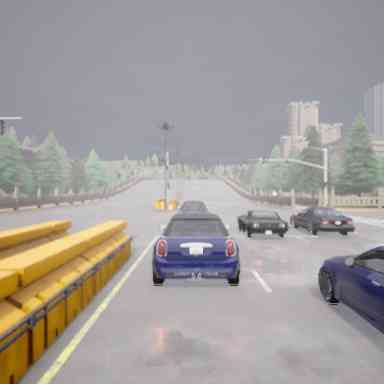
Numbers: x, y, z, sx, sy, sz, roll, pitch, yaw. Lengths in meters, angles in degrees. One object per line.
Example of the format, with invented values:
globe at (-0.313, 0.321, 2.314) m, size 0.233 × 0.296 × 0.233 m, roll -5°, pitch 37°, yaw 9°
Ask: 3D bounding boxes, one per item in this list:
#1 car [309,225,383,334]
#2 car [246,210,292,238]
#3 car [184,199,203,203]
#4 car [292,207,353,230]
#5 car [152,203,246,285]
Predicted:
car at (3.600, 1.526, 5.193) m, size 1.812 × 1.442 × 4.674 m, roll 0°, pitch 0°, yaw 1°
car at (3.599, 1.602, 17.822) m, size 1.895 × 1.301 × 4.718 m, roll 0°, pitch 0°, yaw 0°
car at (0.098, 1.352, 22.265) m, size 2.097 × 1.767 × 4.553 m, roll 0°, pitch 0°, yaw 0°
car at (7.109, 1.548, 18.709) m, size 2.033 × 1.411 × 5.357 m, roll 0°, pitch 0°, yaw 0°
car at (0.099, 1.352, 9.683) m, size 2.097 × 1.767 × 4.553 m, roll 0°, pitch 0°, yaw 0°
